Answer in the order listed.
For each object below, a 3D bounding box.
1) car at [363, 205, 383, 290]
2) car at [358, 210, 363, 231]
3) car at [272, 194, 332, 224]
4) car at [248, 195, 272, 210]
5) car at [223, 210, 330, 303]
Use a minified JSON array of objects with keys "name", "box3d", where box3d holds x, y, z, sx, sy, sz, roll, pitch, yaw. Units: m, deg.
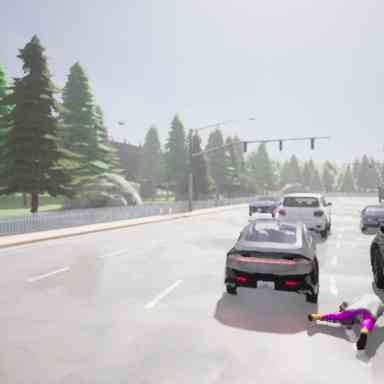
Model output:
[{"name":"car","box3d":[4.691,1.187,5.540,2.150,2.045,5.566,0,0,16]},{"name":"car","box3d":[10.560,1.418,18.886,2.033,1.411,5.357,0,0,25]},{"name":"car","box3d":[5.914,1.097,17.227,2.150,2.045,5.566,0,0,25]},{"name":"car","box3d":[5.710,0.944,25.214,1.882,1.535,5.008,0,0,26]},{"name":"car","box3d":[2.091,1.430,8.205,2.128,1.511,4.902,0,0,19]}]
